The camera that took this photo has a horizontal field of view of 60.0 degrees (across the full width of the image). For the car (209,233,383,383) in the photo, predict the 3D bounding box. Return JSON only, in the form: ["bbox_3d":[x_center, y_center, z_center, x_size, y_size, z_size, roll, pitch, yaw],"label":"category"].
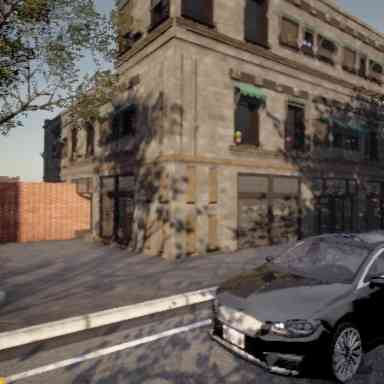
[{"bbox_3d":[2.498,1.491,5.470,4.902,1.511,2.128,0,0,-36],"label":"car"}]
